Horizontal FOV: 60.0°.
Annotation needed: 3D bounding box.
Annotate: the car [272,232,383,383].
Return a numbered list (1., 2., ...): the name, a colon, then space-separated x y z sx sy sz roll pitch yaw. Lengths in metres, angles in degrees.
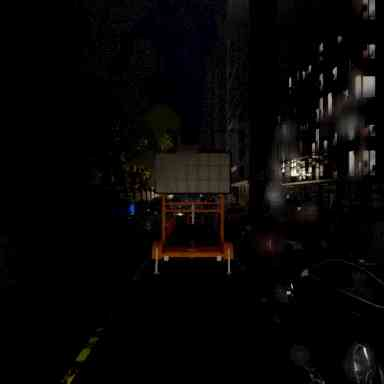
1. car: 2.700 1.566 4.783 1.947 1.339 4.313 0 0 0

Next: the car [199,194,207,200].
1. car: 2.828 1.379 90.007 2.008 1.369 4.403 0 0 0

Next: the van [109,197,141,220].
1. van: -5.645 1.324 27.534 1.690 1.788 3.998 0 0 0

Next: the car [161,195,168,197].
1. car: -5.603 1.476 55.948 1.887 1.381 4.507 0 0 0

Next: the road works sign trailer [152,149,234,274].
1. road works sign trailer: 0.031 0.462 10.526 2.380 3.560 2.880 0 0 1

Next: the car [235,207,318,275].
1. car: 2.709 1.438 10.464 1.967 1.590 4.097 0 0 0

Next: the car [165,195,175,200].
1. car: -5.560 1.398 84.363 2.008 1.369 4.403 0 0 0

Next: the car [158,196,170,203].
1. car: -5.586 1.452 67.315 2.008 1.369 4.403 0 0 0

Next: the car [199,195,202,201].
1. car: 2.795 1.446 67.281 1.887 1.381 4.507 0 0 0

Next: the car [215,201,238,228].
1. car: 2.726 1.515 22.000 1.752 1.417 4.829 0 0 0

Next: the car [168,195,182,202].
1. car: -2.912 1.519 60.943 1.895 1.301 4.718 0 0 0

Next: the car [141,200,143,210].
1. car: -5.629 1.547 38.900 1.802 1.307 4.206 0 0 0

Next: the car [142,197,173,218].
1. car: -3.056 1.505 30.386 1.812 1.442 4.674 0 0 0

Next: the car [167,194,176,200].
1. car: -5.552 1.379 90.046 2.008 1.369 4.403 0 0 0

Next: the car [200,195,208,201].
1. car: 2.812 1.432 78.643 1.947 1.339 4.313 0 0 0

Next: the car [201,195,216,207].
1. car: 2.769 1.526 50.237 1.802 1.307 4.206 0 0 0

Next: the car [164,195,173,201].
1. car: -5.569 1.392 78.509 1.752 1.417 4.829 0 0 0
